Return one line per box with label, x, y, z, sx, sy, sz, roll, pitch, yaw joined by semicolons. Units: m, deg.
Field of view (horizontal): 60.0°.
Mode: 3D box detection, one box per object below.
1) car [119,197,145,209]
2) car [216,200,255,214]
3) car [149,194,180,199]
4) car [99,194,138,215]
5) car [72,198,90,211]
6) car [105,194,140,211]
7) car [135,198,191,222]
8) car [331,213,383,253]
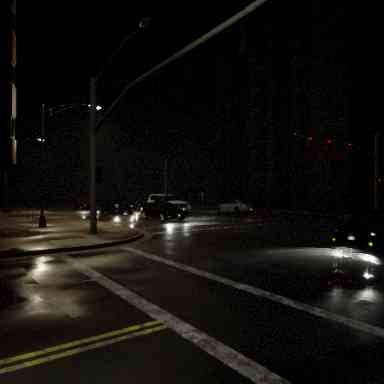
car;-8.511;1.526;47.099;1.812;1.442;4.674;0;0;-36
car;4.536;1.526;35.063;1.812;1.442;4.674;0;0;-36
car;-2.390;1.221;32.491;2.150;2.045;5.566;0;0;-36
car;-7.712;1.352;33.847;2.097;1.767;4.553;0;0;-36
car;-13.670;1.478;42.070;1.882;1.535;5.008;0;0;-36
car;-8.707;1.221;41.170;2.150;2.045;5.566;0;0;-36
car;-2.381;1.505;26.534;1.837;1.490;4.892;0;0;-36
car;7.653;1.564;13.763;4.181;1.385;1.994;0;0;-36
